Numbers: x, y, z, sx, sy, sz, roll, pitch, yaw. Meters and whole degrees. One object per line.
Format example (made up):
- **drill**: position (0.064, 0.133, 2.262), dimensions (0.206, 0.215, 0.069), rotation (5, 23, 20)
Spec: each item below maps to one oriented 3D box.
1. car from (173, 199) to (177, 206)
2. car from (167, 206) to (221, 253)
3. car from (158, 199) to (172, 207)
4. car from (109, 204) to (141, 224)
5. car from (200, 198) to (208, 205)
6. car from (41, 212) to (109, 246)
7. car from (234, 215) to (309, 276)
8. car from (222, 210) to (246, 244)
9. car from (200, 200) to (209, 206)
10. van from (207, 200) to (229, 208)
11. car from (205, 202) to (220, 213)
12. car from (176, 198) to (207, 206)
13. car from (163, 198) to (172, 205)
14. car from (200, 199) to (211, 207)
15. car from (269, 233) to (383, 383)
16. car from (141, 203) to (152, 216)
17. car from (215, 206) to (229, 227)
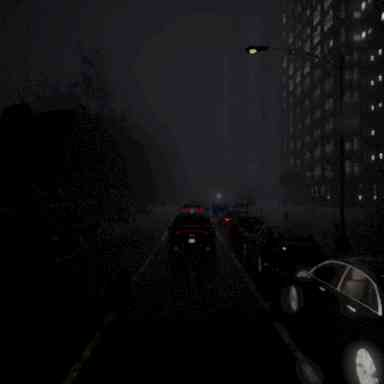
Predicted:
- **car**: position (-3.009, 2.280, 71.779), dimensions (2.033, 1.411, 5.357), rotation (0, -1, 0)
- **car**: position (0.005, 1.619, 14.468), dimensions (1.882, 1.535, 5.008), rotation (0, 0, 0)
- **car**: position (-5.697, 2.254, 66.794), dimensions (1.947, 1.339, 4.313), rotation (0, -1, 0)
- **car**: position (-5.693, 1.814, 27.370), dimensions (1.887, 1.381, 4.507), rotation (0, -1, 0)
- **car**: position (2.991, 2.371, 84.403), dimensions (1.882, 1.535, 5.008), rotation (0, -1, 0)
- **car**: position (-5.691, 1.702, 16.106), dimensions (1.887, 1.381, 4.507), rotation (0, -1, 0)
- **car**: position (2.689, 1.653, 10.475), dimensions (2.008, 1.369, 4.403), rotation (0, -1, 0)
- **car**: position (2.689, 1.739, 16.107), dimensions (1.802, 1.307, 4.206), rotation (0, -1, 0)
- **car**: position (2.681, 2.333, 72.426), dimensions (1.802, 1.307, 4.206), rotation (0, -1, 0)
- **van**: position (2.687, 1.669, 33.006), dimensions (1.690, 1.788, 3.998), rotation (0, -1, 0)
- **car**: position (2.685, 2.028, 44.266), dimensions (1.802, 1.307, 4.206), rotation (0, -1, 0)
- **car**: position (-0.001, 1.637, 29.073), dimensions (2.097, 1.767, 4.553), rotation (0, -1, 0)
- **car**: position (-5.700, 2.257, 78.058), dimensions (1.967, 1.590, 4.097), rotation (0, -1, 0)
- **car**: position (2.683, 2.128, 66.796), dimensions (1.967, 1.590, 4.097), rotation (0, -1, 0)
- **car**: position (2.690, 1.598, 4.843), dimensions (2.008, 1.369, 4.403), rotation (0, -1, 0)
- **car**: position (-5.694, 1.910, 38.465), dimensions (1.752, 1.417, 4.829), rotation (0, -1, 0)
- **car**: position (2.688, 1.795, 21.739), dimensions (1.802, 1.307, 4.206), rotation (0, -1, 0)
